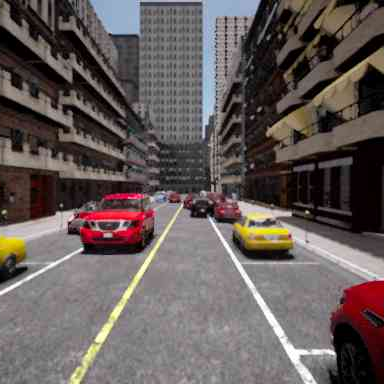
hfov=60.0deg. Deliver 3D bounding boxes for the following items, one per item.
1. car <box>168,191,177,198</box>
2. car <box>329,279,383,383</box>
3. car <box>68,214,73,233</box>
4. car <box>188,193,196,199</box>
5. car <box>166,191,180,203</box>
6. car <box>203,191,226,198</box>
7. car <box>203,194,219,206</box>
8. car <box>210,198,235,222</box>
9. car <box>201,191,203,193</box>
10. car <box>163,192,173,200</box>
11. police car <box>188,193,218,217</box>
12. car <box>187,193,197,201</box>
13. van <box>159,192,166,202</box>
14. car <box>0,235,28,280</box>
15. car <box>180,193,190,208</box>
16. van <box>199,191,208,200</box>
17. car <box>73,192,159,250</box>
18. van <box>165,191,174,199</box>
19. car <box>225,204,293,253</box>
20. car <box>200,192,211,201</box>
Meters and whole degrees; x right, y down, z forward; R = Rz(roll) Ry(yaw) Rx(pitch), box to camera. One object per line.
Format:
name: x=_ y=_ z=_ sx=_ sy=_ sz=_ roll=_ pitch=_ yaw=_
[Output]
car: x=-5.356 y=0.543 z=90.487 sx=2.192 sy=1.841 sz=5.009 roll=-1 pitch=1 yaw=0
car: x=2.553 y=1.300 z=1.727 sx=2.192 sy=1.841 sz=5.009 roll=-1 pitch=0 yaw=0
car: x=-5.331 y=1.286 z=18.352 sx=1.967 sy=1.590 sz=4.097 roll=-1 pitch=0 yaw=0
car: x=-0.025 y=0.878 z=77.850 sx=1.994 sy=1.385 sz=4.181 roll=0 pitch=0 yaw=0
car: x=-2.832 y=1.008 z=55.499 sx=1.882 sy=1.535 sz=5.008 roll=0 pitch=0 yaw=0
car: x=2.542 y=1.020 z=35.020 sx=2.192 sy=1.841 sz=5.009 roll=-1 pitch=0 yaw=0
car: x=2.540 y=1.051 z=46.119 sx=1.967 sy=1.590 sz=4.097 roll=-1 pitch=0 yaw=0
car: x=2.549 y=1.381 z=23.925 sx=1.802 sy=1.307 sz=4.206 roll=-1 pitch=0 yaw=0
car: x=2.540 y=0.973 z=40.569 sx=2.192 sy=1.841 sz=5.009 roll=-1 pitch=0 yaw=0
car: x=-5.349 y=0.814 z=73.841 sx=1.967 sy=1.590 sz=4.097 roll=-1 pitch=0 yaw=0
police car: x=0.816 y=1.187 z=28.275 sx=1.930 sy=1.638 sz=5.238 roll=0 pitch=0 yaw=0
car: x=-0.021 y=0.942 z=63.309 sx=1.882 sy=1.535 sz=5.008 roll=0 pitch=0 yaw=0
van: x=-5.345 y=0.858 z=57.194 sx=1.690 sy=1.788 sz=3.998 roll=-1 pitch=0 yaw=0
car: x=-5.326 y=1.465 z=7.085 sx=1.752 sy=1.417 sz=4.829 roll=-1 pitch=0 yaw=0
car: x=0.212 y=1.158 z=37.963 sx=1.882 sy=1.535 sz=5.008 roll=0 pitch=1 yaw=-11
van: x=2.530 y=0.714 z=73.862 sx=1.690 sy=1.788 sz=3.998 roll=-1 pitch=0 yaw=0
car: x=-2.855 y=1.103 z=14.052 sx=2.150 sy=2.045 sz=5.566 roll=0 pitch=0 yaw=0
van: x=-5.352 y=0.667 z=79.389 sx=1.690 sy=1.788 sz=3.998 roll=-1 pitch=0 yaw=0
car: x=2.552 y=1.416 z=12.997 sx=1.752 sy=1.417 sz=4.829 roll=-1 pitch=0 yaw=0
car: x=2.535 y=0.909 z=62.765 sx=1.967 sy=1.590 sz=4.097 roll=-1 pitch=0 yaw=0
